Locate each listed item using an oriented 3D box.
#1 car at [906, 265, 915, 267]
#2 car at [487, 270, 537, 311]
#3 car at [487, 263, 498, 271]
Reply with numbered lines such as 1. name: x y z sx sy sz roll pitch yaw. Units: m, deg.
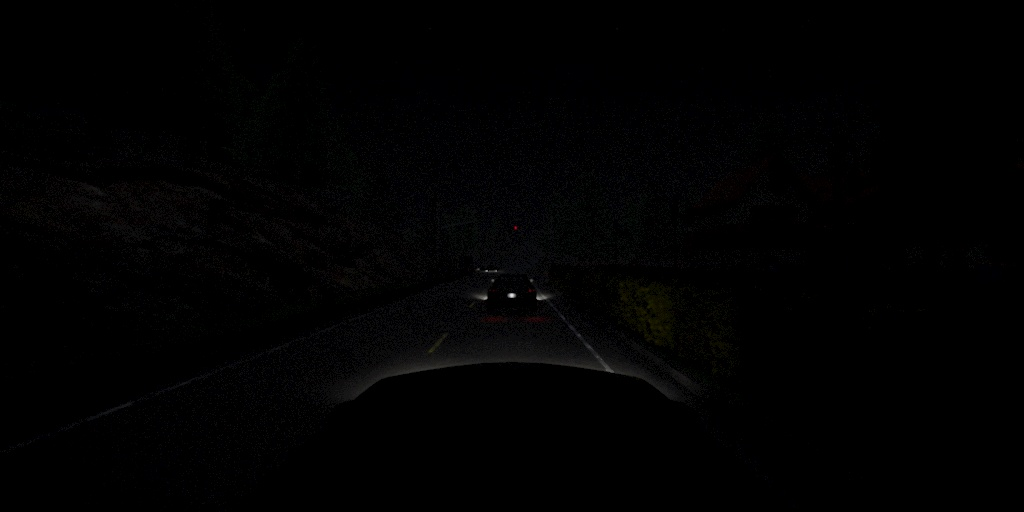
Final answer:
1. car: 41.201 1.853 39.816 4.674 1.442 1.812 0 -1 8
2. car: 0.010 1.463 15.385 1.994 1.385 4.181 0 -1 0
3. car: -3.551 1.987 65.322 2.033 1.411 5.357 0 -1 0
